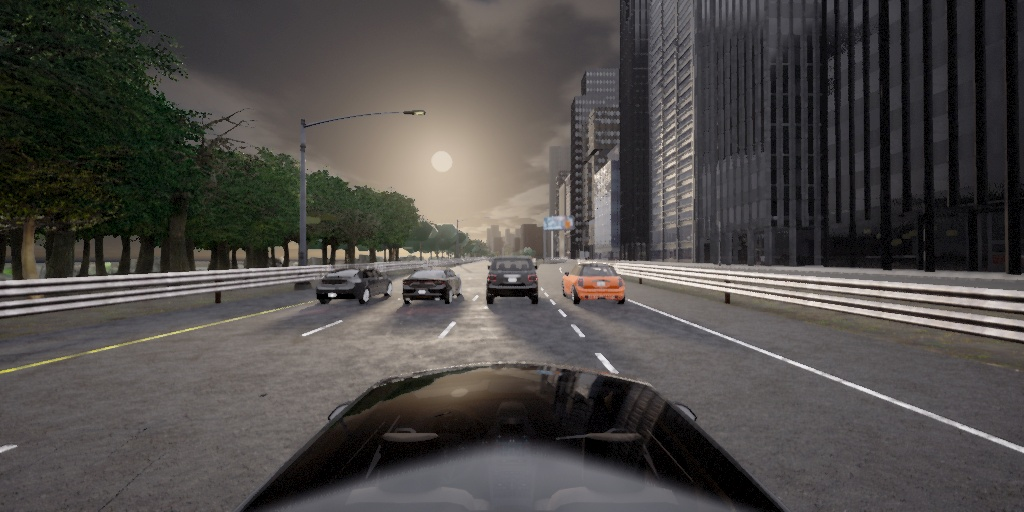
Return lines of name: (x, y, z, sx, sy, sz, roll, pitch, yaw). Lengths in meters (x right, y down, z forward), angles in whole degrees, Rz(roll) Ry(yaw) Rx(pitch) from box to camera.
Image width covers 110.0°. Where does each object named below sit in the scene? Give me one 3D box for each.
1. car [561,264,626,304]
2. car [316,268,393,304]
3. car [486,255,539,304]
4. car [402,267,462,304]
car: (3.523, 1.118, 16.283, 2.097, 1.767, 4.553, 0, 0, 0)
car: (-6.977, 1.268, 16.346, 1.837, 1.490, 4.892, 0, 0, 0)
car: (0.023, 1.009, 16.354, 2.150, 2.045, 5.566, 0, 0, 0)
car: (-3.477, 1.237, 16.335, 1.882, 1.535, 5.008, 0, 0, 0)
